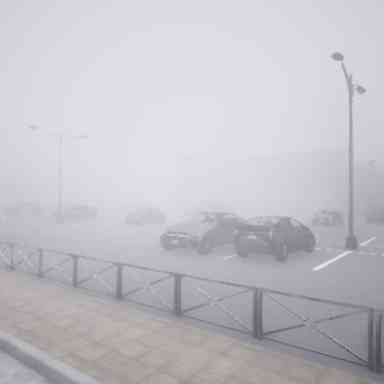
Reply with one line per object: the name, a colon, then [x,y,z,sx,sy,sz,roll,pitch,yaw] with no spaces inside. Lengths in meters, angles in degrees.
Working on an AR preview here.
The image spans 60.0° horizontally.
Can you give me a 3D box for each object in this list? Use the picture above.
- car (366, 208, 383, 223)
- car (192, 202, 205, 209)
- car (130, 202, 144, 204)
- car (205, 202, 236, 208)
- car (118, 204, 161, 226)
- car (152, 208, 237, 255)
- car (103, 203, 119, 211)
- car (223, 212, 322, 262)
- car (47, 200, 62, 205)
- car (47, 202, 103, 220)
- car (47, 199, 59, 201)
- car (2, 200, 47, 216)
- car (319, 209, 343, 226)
car: [19.000,2.419,34.029,1.845,1.501,3.633,-1,-2,37]
car: [1.663,2.300,46.732,1.905,1.878,3.866,-1,-2,37]
car: [-8.563,2.487,54.420,2.152,1.636,5.027,-1,-2,37]
car: [4.233,2.306,45.315,1.932,1.855,4.605,-1,-2,37]
car: [-4.032,2.021,28.321,1.845,1.501,3.633,-1,-2,37]
car: [0.823,1.733,15.071,2.152,1.636,5.027,-1,-2,37]
car: [-13.886,2.612,58.016,1.970,1.475,3.806,-1,-2,37]
car: [3.361,1.716,13.227,2.007,1.523,4.514,-1,-2,37]
car: [-21.051,2.528,54.585,2.007,1.523,4.514,-1,-2,37]
car: [-11.992,2.086,34.361,2.007,1.523,4.514,-1,-2,37]
car: [-31.023,2.636,72.768,2.150,2.045,5.566,-1,-2,37]
car: [-21.518,2.011,42.421,1.932,1.855,4.605,-1,-2,37]
car: [12.158,2.264,29.892,1.970,1.475,3.806,-1,-2,37]
